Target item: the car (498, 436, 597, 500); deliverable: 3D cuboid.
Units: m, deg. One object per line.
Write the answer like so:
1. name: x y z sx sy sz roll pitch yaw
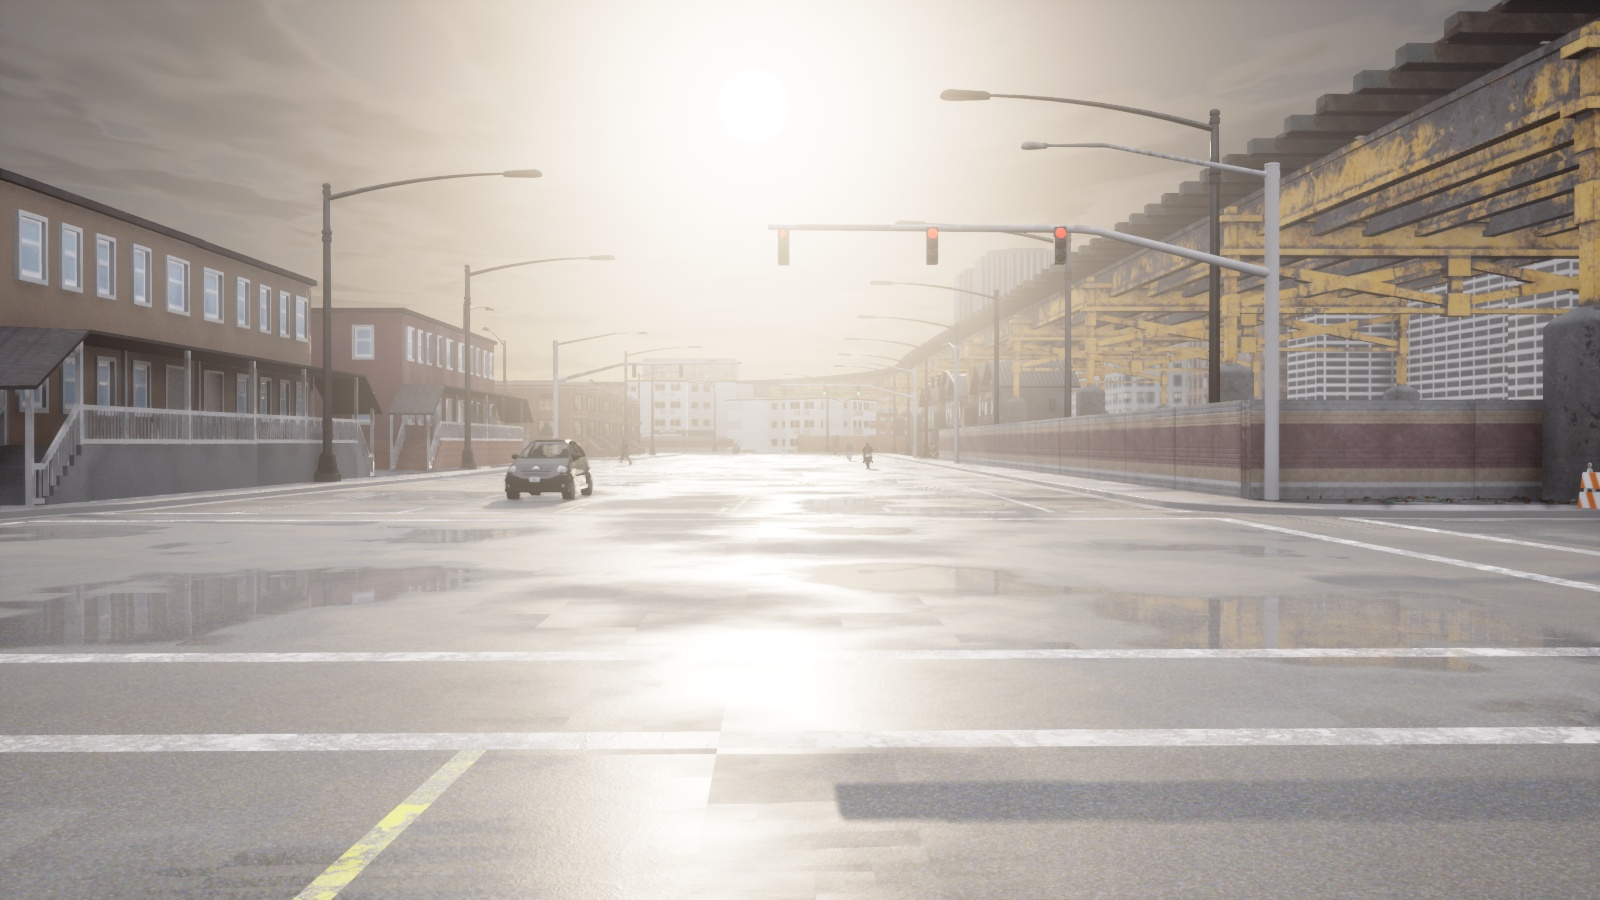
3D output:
1. car: -6.790 0.446 34.136 1.851 1.617 3.988 0 0 0
